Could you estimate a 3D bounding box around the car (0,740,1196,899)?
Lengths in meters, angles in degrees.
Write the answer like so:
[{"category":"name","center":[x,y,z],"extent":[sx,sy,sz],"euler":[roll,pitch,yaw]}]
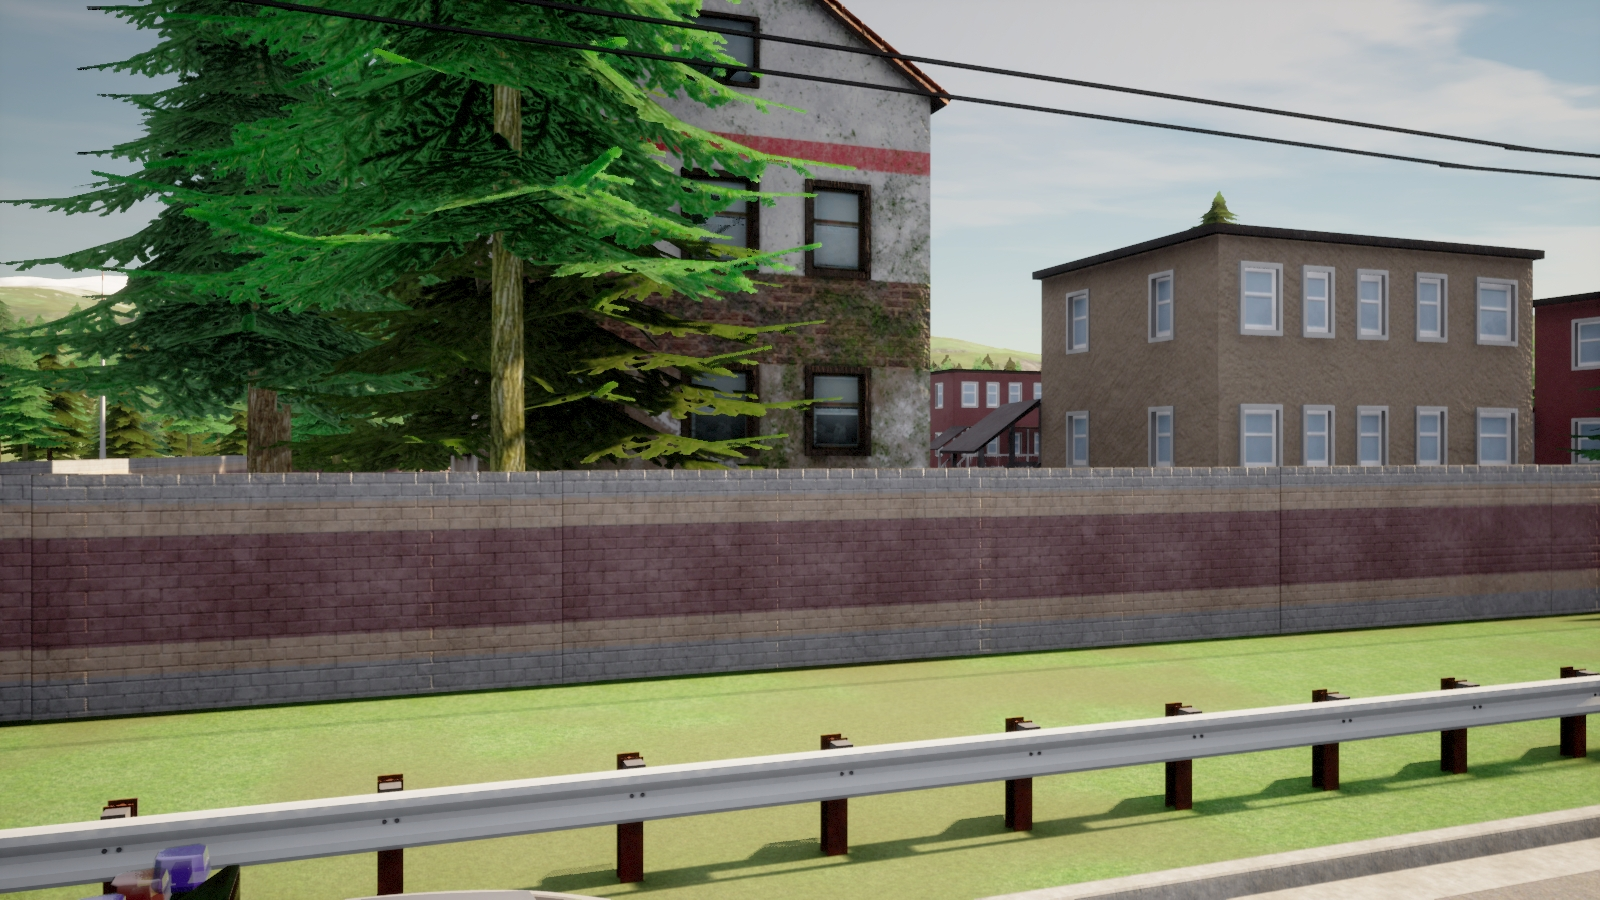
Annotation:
[{"category":"car","center":[-1.672,1.982,2.694],"extent":[5.238,1.638,2.097],"euler":[0,0,-20]}]
